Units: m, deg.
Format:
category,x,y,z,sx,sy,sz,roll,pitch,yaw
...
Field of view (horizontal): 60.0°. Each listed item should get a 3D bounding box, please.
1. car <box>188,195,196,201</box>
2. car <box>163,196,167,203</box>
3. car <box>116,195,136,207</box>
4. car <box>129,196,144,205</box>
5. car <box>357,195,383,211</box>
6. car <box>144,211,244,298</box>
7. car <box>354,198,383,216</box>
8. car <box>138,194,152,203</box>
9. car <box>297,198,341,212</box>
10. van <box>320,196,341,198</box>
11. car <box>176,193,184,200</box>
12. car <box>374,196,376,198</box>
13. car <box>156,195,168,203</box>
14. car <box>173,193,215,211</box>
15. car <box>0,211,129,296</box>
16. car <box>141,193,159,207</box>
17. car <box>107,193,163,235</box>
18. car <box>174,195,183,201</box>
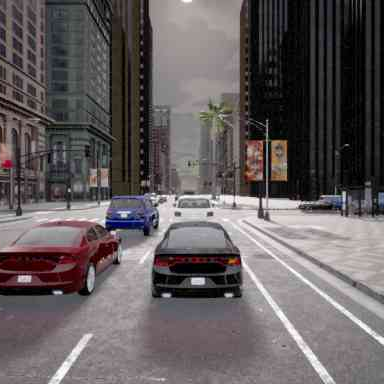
category,x,y,z,sx,sy,sz,roll,pitch,yaw
car,-0.004,1.505,83.177,1.837,1.490,4.892,0,0,0
car,-6.563,1.493,62.566,2.128,1.511,4.902,0,0,1
car,-9.876,1.354,50.320,2.097,1.767,4.553,0,0,1
car,-9.833,1.528,59.014,1.812,1.442,4.674,0,0,0
car,22.742,1.285,39.732,5.009,1.841,2.192,0,0,0
car,0.098,1.477,8.551,1.882,1.535,5.008,0,0,0
car,17.069,1.549,31.206,4.403,1.369,2.008,0,0,0
car,-9.753,1.359,69.227,2.097,1.767,4.553,0,0,0
car,14.243,1.584,37.068,4.718,1.301,1.895,0,0,0
van,17.064,1.315,39.730,3.998,1.788,1.690,0,0,0
car,-3.254,1.194,91.973,2.097,1.767,4.553,0,0,0
car,18.472,1.482,33.890,4.902,1.511,2.128,0,0,0
car,-6.504,1.529,72.689,2.128,1.511,4.902,0,0,0
car,0.101,1.221,18.533,2.150,2.045,5.566,0,0,0
car,-3.150,1.477,8.706,1.882,1.535,5.008,0,0,0
car,-6.594,1.223,52.523,2.150,2.045,5.566,0,0,0
car,-3.179,1.221,18.590,2.150,2.045,5.566,0,0,2
car,-3.254,1.496,81.583,1.837,1.490,4.892,0,0,0
